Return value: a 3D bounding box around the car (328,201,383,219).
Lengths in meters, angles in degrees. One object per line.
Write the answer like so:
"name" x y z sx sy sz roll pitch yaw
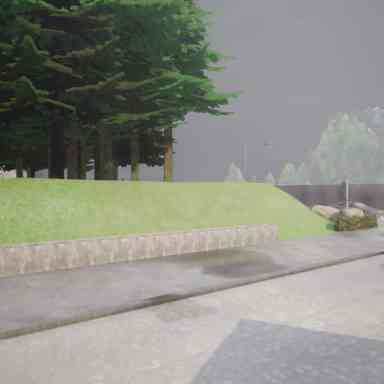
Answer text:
"car" 13.860 1.526 28.553 1.812 1.442 4.674 0 0 -35
